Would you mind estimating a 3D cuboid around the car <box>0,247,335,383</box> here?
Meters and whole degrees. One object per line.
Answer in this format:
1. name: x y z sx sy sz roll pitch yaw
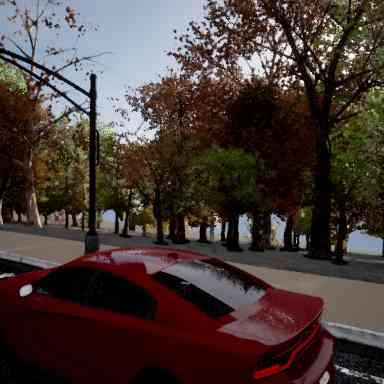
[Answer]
1. car: -0.880 1.476 4.305 5.008 1.535 1.882 -1 -1 35
